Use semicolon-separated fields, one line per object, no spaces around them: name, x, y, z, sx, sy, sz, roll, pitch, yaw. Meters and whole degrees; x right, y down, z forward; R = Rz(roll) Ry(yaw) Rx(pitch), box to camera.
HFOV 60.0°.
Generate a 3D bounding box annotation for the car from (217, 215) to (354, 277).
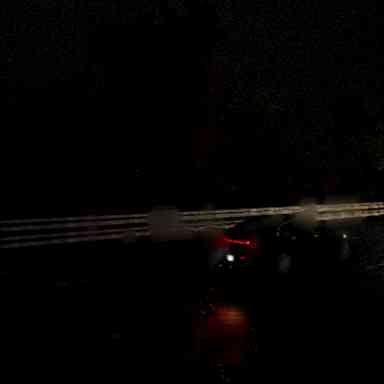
car;2.981;1.456;10.115;4.892;1.490;1.837;-1;0;-35
